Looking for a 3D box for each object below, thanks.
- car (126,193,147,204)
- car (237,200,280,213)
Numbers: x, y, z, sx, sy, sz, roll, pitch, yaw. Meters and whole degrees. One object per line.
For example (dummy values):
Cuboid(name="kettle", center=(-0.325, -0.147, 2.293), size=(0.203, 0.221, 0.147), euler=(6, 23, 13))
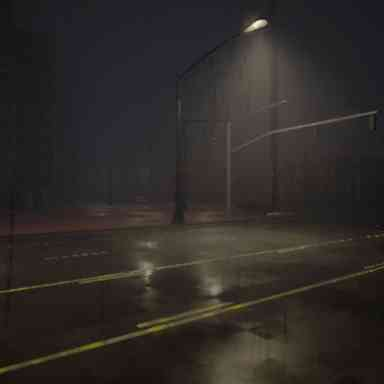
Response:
Cuboid(name="car", center=(-10.712, 1.230, 63.853), size=(2.150, 2.045, 5.566), euler=(0, 2, -36))
Cuboid(name="car", center=(7.536, 1.580, 38.443), size=(2.033, 1.411, 5.357), euler=(0, 0, -36))
